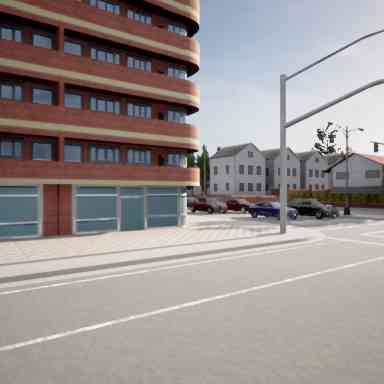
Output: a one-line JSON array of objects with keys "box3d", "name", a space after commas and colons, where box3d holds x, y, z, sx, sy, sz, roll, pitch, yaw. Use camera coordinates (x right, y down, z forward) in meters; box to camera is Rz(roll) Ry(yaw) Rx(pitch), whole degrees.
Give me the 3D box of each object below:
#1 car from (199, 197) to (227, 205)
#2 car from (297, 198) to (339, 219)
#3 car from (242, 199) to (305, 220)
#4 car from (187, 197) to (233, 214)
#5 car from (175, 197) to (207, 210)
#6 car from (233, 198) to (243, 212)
[{"box3d": [3.663, 1.547, 59.375, 2.033, 1.411, 5.357, 0, 0, -35], "name": "car"}, {"box3d": [10.419, 1.352, 29.056, 2.097, 1.767, 4.553, 0, 0, -35], "name": "car"}, {"box3d": [6.784, 1.526, 28.163, 1.812, 1.442, 4.674, 0, 0, -35], "name": "car"}, {"box3d": [1.790, 1.352, 35.361, 2.097, 1.767, 4.553, 0, 0, -34], "name": "car"}, {"box3d": [-0.212, 1.505, 44.422, 1.837, 1.490, 4.892, 0, 0, -35], "name": "car"}, {"box3d": [5.169, 1.478, 36.632, 1.882, 1.535, 5.008, 0, 0, -35], "name": "car"}]
